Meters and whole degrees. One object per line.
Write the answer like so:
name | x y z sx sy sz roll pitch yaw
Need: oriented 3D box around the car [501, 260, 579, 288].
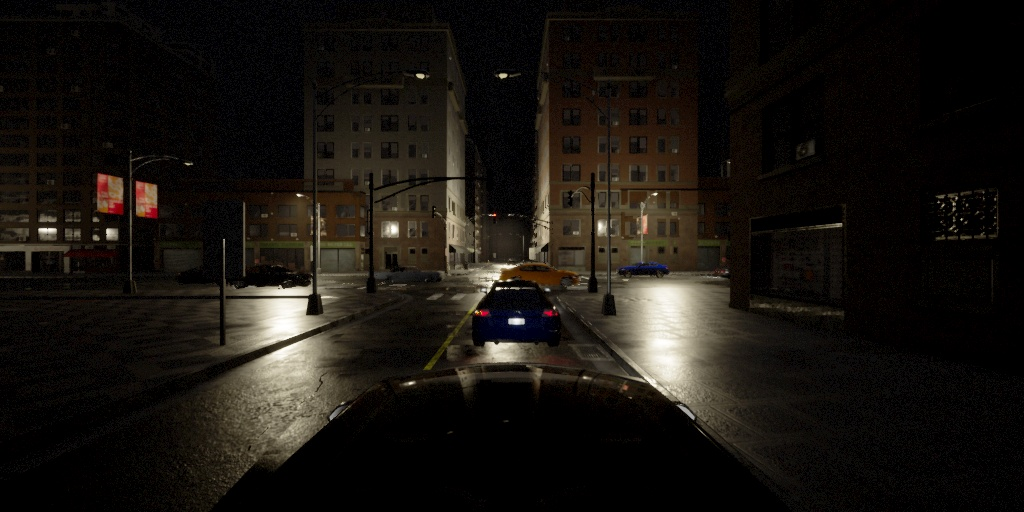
car | 1.710 1.211 22.738 5.008 1.535 1.882 0 0 0

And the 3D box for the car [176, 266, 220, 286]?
car | -21.489 1.389 25.880 4.181 1.385 1.994 0 0 0

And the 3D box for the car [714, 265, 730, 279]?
car | 18.102 1.218 26.064 5.357 1.411 2.033 0 0 0

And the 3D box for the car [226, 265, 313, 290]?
car | -15.118 1.306 22.661 4.892 1.490 1.837 0 0 0

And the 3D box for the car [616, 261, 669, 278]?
car | 11.866 1.217 32.735 4.674 1.442 1.812 0 0 0

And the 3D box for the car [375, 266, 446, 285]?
car | -7.205 1.369 25.947 4.718 1.301 1.895 0 0 0

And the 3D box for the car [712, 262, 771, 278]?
car | 20.905 1.225 32.772 4.181 1.385 1.994 0 0 0

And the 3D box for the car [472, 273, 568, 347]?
car | 0.098 1.314 9.373 1.994 1.385 4.181 0 0 0
